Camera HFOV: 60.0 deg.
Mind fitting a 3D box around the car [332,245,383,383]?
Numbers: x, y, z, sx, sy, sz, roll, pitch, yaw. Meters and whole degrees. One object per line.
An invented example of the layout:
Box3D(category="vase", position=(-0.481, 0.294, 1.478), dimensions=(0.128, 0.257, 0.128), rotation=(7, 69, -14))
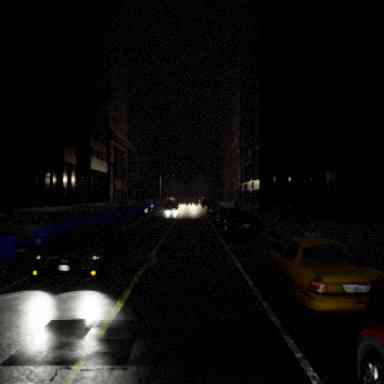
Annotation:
Box3D(category="car", position=(2.764, 1.462, 2.088), dimensions=(1.967, 1.590, 4.097), rotation=(0, -1, 0))

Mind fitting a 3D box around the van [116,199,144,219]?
Box3D(category="van", position=(-5.760, 1.642, 30.174), dimensions=(1.690, 1.788, 3.998), rotation=(0, -1, 0))

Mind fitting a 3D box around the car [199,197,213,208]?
Box3D(category="car", position=(2.765, 1.904, 58.275), dimensions=(2.192, 1.841, 5.009), rotation=(0, -1, 0))

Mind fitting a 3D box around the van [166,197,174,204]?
Box3D(category="van", position=(-5.760, 2.232, 86.355), dimensions=(1.690, 1.788, 3.998), rotation=(0, -1, 0))

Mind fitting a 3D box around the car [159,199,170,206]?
Box3D(category="car", position=(-5.760, 2.259, 69.504), dimensions=(2.008, 1.369, 4.403), rotation=(0, -1, 0))

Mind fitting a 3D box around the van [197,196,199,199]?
Box3D(category="van", position=(2.765, 2.171, 80.748), dimensions=(1.690, 1.788, 3.998), rotation=(0, -1, 0))

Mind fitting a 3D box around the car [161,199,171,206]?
Box3D(category="car", position=(-5.760, 2.313, 75.116), dimensions=(1.887, 1.381, 4.507), rotation=(0, -1, 0))

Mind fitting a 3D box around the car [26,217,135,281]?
Box3D(category="car", position=(-3.100, 1.664, 10.039), dimensions=(1.994, 1.385, 4.181), rotation=(0, -1, 0))

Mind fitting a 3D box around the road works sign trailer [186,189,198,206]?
Box3D(category="road works sign trailer", position=(0.002, 1.162, 68.506), dimensions=(2.380, 3.560, 2.880), rotation=(0, -1, 0))

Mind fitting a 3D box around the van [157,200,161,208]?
Box3D(category="van", position=(-5.760, 1.813, 47.029), dimensions=(1.690, 1.788, 3.998), rotation=(0, -1, 0))

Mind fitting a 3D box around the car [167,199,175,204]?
Box3D(category="car", position=(-5.760, 2.503, 91.970), dimensions=(2.008, 1.369, 4.403), rotation=(0, -1, 0))

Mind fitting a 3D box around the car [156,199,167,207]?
Box3D(category="car", position=(-5.760, 2.172, 63.710), dimensions=(1.752, 1.417, 4.829), rotation=(0, -1, 0))

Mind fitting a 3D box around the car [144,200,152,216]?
Box3D(category="car", position=(-5.761, 1.902, 35.790), dimensions=(1.887, 1.381, 4.507), rotation=(0, -1, 0))

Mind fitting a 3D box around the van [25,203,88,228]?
Box3D(category="van", position=(-5.761, 1.473, 13.320), dimensions=(1.690, 1.788, 3.998), rotation=(0, -1, 0))

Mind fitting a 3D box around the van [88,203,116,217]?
Box3D(category="van", position=(-5.761, 1.529, 18.938), dimensions=(1.690, 1.788, 3.998), rotation=(0, -1, 0))

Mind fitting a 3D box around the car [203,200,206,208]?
Box3D(category="car", position=(2.765, 1.981, 41.416), dimensions=(1.947, 1.339, 4.313), rotation=(0, -1, 0))

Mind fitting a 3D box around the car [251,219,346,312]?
Box3D(category="car", position=(2.764, 1.604, 7.876), dimensions=(1.752, 1.417, 4.829), rotation=(0, -1, 0))

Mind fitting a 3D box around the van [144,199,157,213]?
Box3D(category="van", position=(-5.760, 1.756, 41.410), dimensions=(1.690, 1.788, 3.998), rotation=(0, -1, 0))

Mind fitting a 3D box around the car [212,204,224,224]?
Box3D(category="car", position=(2.764, 1.810, 24.561), dimensions=(1.947, 1.339, 4.313), rotation=(0, -1, 0))

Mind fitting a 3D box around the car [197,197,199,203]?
Box3D(category="car", position=(2.765, 2.320, 75.127), dimensions=(2.008, 1.369, 4.403), rotation=(0, -1, 0))

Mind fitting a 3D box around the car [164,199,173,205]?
Box3D(category="car", position=(-5.760, 2.374, 80.734), dimensions=(1.887, 1.381, 4.507), rotation=(0, -1, 0))

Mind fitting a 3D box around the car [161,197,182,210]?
Box3D(category="car", position=(-3.076, 2.008, 51.311), dimensions=(2.128, 1.511, 4.902), rotation=(0, -1, 0))

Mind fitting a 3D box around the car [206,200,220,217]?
Box3D(category="car", position=(2.765, 1.885, 35.968), dimensions=(1.752, 1.417, 4.829), rotation=(0, -1, 0))

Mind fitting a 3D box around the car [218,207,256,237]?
Box3D(category="car", position=(2.764, 1.754, 18.943), dimensions=(1.947, 1.339, 4.313), rotation=(0, -1, 0))

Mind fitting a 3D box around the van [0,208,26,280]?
Box3D(category="van", position=(-5.761, 1.418, 7.702), dimensions=(1.690, 1.788, 3.998), rotation=(0, -1, 0))
